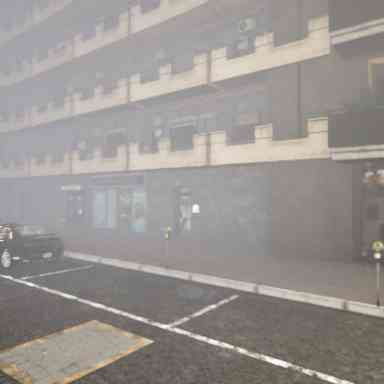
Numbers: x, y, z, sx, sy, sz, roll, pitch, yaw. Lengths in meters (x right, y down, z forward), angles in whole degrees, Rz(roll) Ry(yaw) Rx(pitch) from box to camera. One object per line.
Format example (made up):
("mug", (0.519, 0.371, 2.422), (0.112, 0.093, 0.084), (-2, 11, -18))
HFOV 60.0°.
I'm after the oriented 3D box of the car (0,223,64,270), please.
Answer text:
("car", (-6.268, 1.765, 11.734), (4.403, 1.369, 2.008), (-1, -1, 37))
